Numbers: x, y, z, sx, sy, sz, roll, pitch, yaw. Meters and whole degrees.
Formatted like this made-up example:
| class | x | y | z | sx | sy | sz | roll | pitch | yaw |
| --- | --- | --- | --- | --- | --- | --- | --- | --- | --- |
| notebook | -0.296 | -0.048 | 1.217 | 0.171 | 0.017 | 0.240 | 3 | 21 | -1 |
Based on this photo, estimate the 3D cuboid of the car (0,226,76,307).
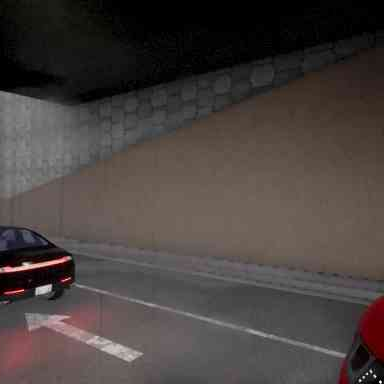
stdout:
| class | x | y | z | sx | sy | sz | roll | pitch | yaw |
| --- | --- | --- | --- | --- | --- | --- | --- | --- | --- |
| car | -4.557 | 1.492 | 7.222 | 4.902 | 1.511 | 2.128 | 0 | 0 | 36 |

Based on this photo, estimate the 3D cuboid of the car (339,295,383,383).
| class | x | y | z | sx | sy | sz | roll | pitch | yaw |
| --- | --- | --- | --- | --- | --- | --- | --- | --- | --- |
| car | 3.618 | 1.221 | 1.362 | 5.566 | 2.045 | 2.150 | 0 | 0 | 35 |
